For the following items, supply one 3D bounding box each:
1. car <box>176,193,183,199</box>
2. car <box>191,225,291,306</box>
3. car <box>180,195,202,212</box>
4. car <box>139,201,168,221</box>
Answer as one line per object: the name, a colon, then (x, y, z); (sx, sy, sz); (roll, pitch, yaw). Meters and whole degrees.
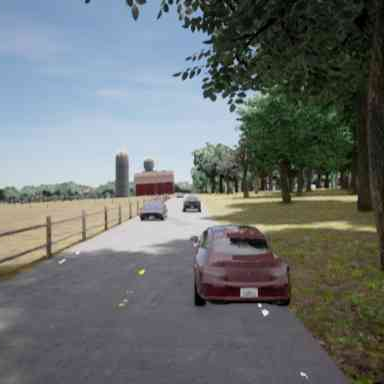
car: (-2.893, 0.867, 81.591); (1.812, 1.442, 4.674); (0, 0, 0)
car: (0.948, 1.501, 7.842); (1.812, 1.442, 4.674); (0, 0, 0)
car: (0.008, 1.305, 35.942); (1.837, 1.490, 4.892); (0, -1, 0)
car: (-2.896, 1.428, 26.244); (2.033, 1.411, 5.357); (0, 0, 0)
